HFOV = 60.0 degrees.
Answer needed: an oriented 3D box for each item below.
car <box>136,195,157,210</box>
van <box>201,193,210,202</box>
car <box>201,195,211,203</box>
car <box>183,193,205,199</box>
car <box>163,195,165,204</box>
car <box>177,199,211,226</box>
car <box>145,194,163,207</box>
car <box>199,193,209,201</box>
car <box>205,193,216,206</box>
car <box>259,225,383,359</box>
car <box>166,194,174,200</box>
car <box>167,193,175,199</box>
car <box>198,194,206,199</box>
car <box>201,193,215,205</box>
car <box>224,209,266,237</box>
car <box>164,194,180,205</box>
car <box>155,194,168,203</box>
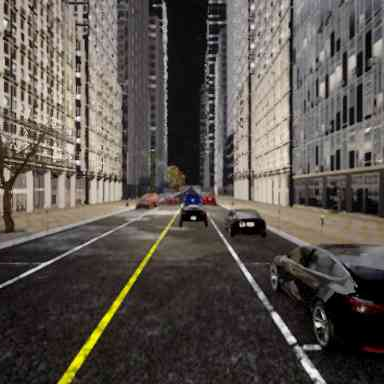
[{"bbox_3d":[-5.699,1.427,40.166,1.887,1.381,4.507,0,0,0],"label":"car"},{"bbox_3d":[2.676,1.113,68.655,1.690,1.788,3.998,0,0,0],"label":"van"},{"bbox_3d":[2.678,1.320,63.128,1.752,1.417,4.829,0,0,0],"label":"car"},{"bbox_3d":[0.093,1.102,40.740,2.150,2.045,5.566,0,0,0],"label":"car"},{"bbox_3d":[-5.702,1.259,57.260,1.967,1.590,4.097,0,0,0],"label":"car"},{"bbox_3d":[0.099,1.463,22.915,1.812,1.442,4.674,0,0,0],"label":"car"},{"bbox_3d":[-5.701,1.177,45.864,2.192,1.841,5.009,0,0,0],"label":"car"},{"bbox_3d":[2.676,1.063,74.354,2.192,1.841,5.009,0,0,0],"label":"car"},{"bbox_3d":[2.679,1.156,51.560,2.192,1.841,5.009,0,0,0],"label":"car"},{"bbox_3d":[2.686,1.550,5.975,1.947,1.339,4.313,0,0,0],"label":"car"},{"bbox_3d":[-5.706,1.222,85.582,1.752,1.417,4.829,0,0,0],"label":"car"},{"bbox_3d":[-5.707,1.108,91.452,1.967,1.590,4.097,0,0,0],"label":"car"},{"bbox_3d":[2.674,1.219,91.453,2.008,1.369,4.403,0,0,0],"label":"car"},{"bbox_3d":[2.678,1.134,57.259,2.192,1.841,5.009,0,0,0],"label":"car"},{"bbox_3d":[2.684,1.519,17.371,1.947,1.339,4.313,0,0,0],"label":"car"},{"bbox_3d":[-3.073,1.426,55.698,1.895,1.301,4.718,0,0,0],"label":"car"},{"bbox_3d":[-5.703,1.236,62.959,1.967,1.590,4.097,0,0,0],"label":"car"}]
